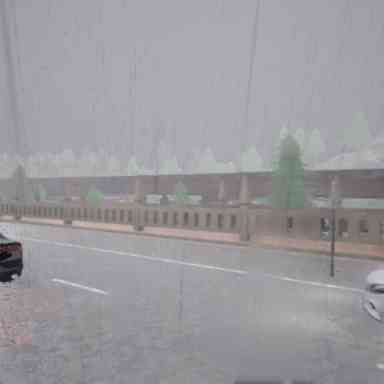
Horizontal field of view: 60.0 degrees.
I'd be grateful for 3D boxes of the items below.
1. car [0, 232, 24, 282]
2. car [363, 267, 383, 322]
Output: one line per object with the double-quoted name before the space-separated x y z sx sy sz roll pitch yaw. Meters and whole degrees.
"car" -6.281 1.472 8.467 5.008 1.535 1.882 0 0 35
"car" 5.042 1.527 4.685 4.674 1.442 1.812 0 0 36
